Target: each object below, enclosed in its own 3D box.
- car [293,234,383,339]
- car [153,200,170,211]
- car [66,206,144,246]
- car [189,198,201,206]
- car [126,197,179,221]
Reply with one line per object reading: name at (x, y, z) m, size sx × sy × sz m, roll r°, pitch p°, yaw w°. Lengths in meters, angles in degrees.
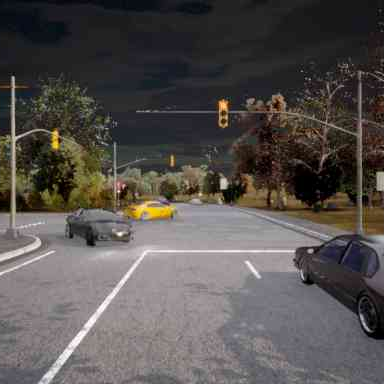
car at (3.611, 1.547, 6.493) m, size 2.033 × 1.411 × 5.357 m, roll 0°, pitch 0°, yaw 0°
car at (-3.960, 1.677, 43.422) m, size 1.895 × 1.301 × 4.718 m, roll 0°, pitch -1°, yaw -2°
car at (-4.361, 1.507, 15.444) m, size 1.837 × 1.490 × 4.892 m, roll 4°, pitch -3°, yaw -37°
car at (0.554, 1.993, 66.286) m, size 1.812 × 1.442 × 4.674 m, roll 0°, pitch -1°, yaw -11°
car at (-3.249, 1.477, 27.212) m, size 5.008 × 1.535 × 1.882 m, roll 0°, pitch 1°, yaw -45°
